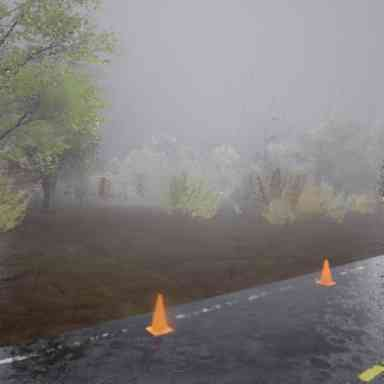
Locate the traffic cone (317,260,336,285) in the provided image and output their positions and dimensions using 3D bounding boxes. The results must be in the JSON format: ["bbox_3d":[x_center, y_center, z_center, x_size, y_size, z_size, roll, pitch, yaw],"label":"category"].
[{"bbox_3d":[3.419,2.023,8.461,0.340,0.580,0.340,1,0,-38],"label":"traffic cone"}]

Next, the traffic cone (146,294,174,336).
[{"bbox_3d":[-0.526,1.981,5.481,0.340,0.580,0.340,1,0,-36],"label":"traffic cone"}]
